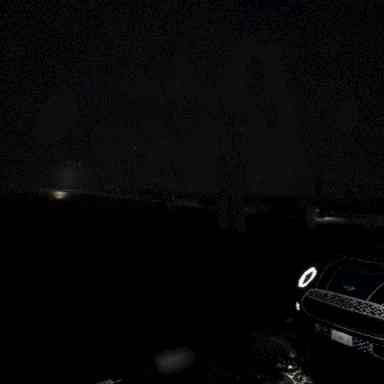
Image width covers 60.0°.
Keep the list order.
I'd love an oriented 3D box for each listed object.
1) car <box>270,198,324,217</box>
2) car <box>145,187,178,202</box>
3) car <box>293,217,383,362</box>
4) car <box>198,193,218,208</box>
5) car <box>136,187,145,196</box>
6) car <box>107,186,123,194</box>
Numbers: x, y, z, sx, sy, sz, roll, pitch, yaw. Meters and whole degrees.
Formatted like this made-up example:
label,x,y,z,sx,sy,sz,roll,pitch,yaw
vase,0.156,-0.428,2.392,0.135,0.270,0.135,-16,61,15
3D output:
label,x,y,z,sx,sy,sz,roll,pitch,yaw
car,8.220,1.197,26.403,1.994,1.385,4.181,-3,4,-34
car,-3.700,0.442,43.298,2.128,1.511,4.902,-3,4,-35
car,3.835,1.375,5.789,4.553,1.767,2.097,0,0,-36
car,2.427,0.863,34.598,1.994,1.385,4.181,-3,4,-35
car,-7.355,0.003,53.574,1.837,1.490,4.892,-3,3,-35
car,-14.856,-0.379,64.205,1.837,1.490,4.892,-3,3,-35
